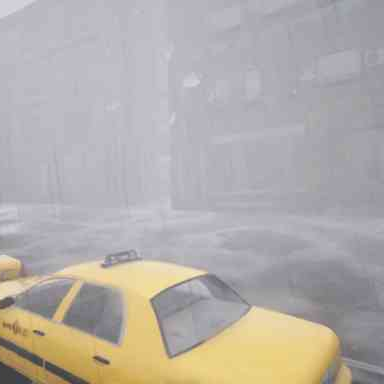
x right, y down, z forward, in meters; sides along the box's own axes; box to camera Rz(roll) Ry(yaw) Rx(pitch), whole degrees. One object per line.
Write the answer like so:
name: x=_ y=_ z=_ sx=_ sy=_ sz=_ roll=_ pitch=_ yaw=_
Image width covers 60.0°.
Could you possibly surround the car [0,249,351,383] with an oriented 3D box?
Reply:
car: x=-1.065 y=1.489 z=4.075 sx=5.366 sy=1.575 sz=1.946 roll=0 pitch=0 yaw=35
